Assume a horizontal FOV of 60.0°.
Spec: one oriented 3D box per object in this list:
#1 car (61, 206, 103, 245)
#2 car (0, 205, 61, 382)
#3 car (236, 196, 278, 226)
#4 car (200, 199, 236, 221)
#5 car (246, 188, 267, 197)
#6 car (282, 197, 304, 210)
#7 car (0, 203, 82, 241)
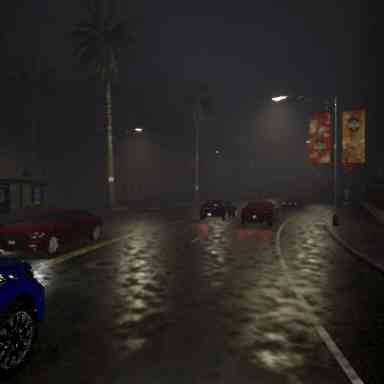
[{"bbox_3d":[-5.398,1.362,13.346,1.882,1.535,5.008,0,0,12],"label":"car"},{"bbox_3d":[-3.259,1.198,2.307,2.150,2.045,5.566,0,0,4],"label":"car"},{"bbox_3d":[4.522,1.296,21.809,1.882,1.535,5.008,0,0,20],"label":"car"},{"bbox_3d":[2.097,1.292,25.184,1.837,1.490,4.892,0,0,22],"label":"car"},{"bbox_3d":[9.940,0.418,50.750,2.150,2.045,5.566,0,1,25],"label":"car"},{"bbox_3d":[11.324,1.239,37.114,2.033,1.411,5.357,0,0,25],"label":"car"},{"bbox_3d":[-8.134,1.397,17.384,2.033,1.411,5.357,0,0,14],"label":"car"}]
